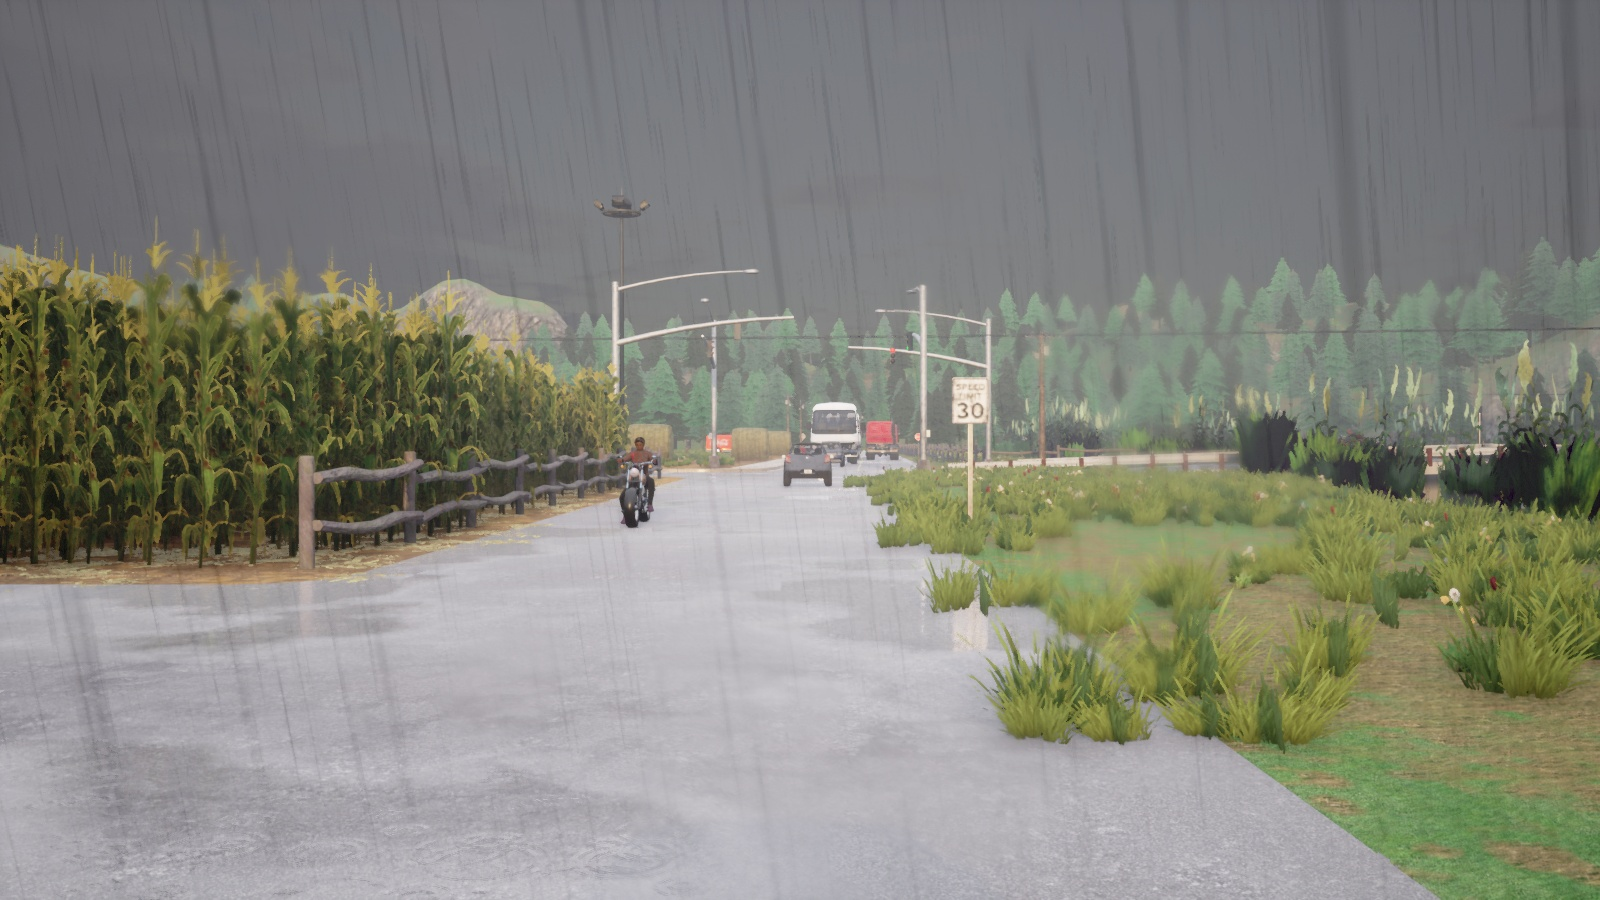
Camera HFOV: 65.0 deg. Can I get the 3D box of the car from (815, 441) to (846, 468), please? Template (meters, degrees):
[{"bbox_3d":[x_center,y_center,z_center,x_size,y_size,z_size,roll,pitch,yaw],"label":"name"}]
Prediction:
[{"bbox_3d":[1.876,0.259,76.608,1.789,1.549,3.705,0,0,3],"label":"car"}]

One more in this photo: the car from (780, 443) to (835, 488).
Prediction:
[{"bbox_3d":[0.266,0.513,43.794,1.845,1.501,3.633,0,0,0],"label":"car"}]

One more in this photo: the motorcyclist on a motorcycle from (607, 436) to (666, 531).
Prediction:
[{"bbox_3d":[-2.953,0.565,22.928,0.766,1.649,2.350,0,0,0],"label":"motorcyclist on a motorcycle"}]

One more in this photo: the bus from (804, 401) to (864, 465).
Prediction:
[{"bbox_3d":[2.541,-1.165,88.889,3.944,4.253,10.273,0,0,3],"label":"bus"}]
